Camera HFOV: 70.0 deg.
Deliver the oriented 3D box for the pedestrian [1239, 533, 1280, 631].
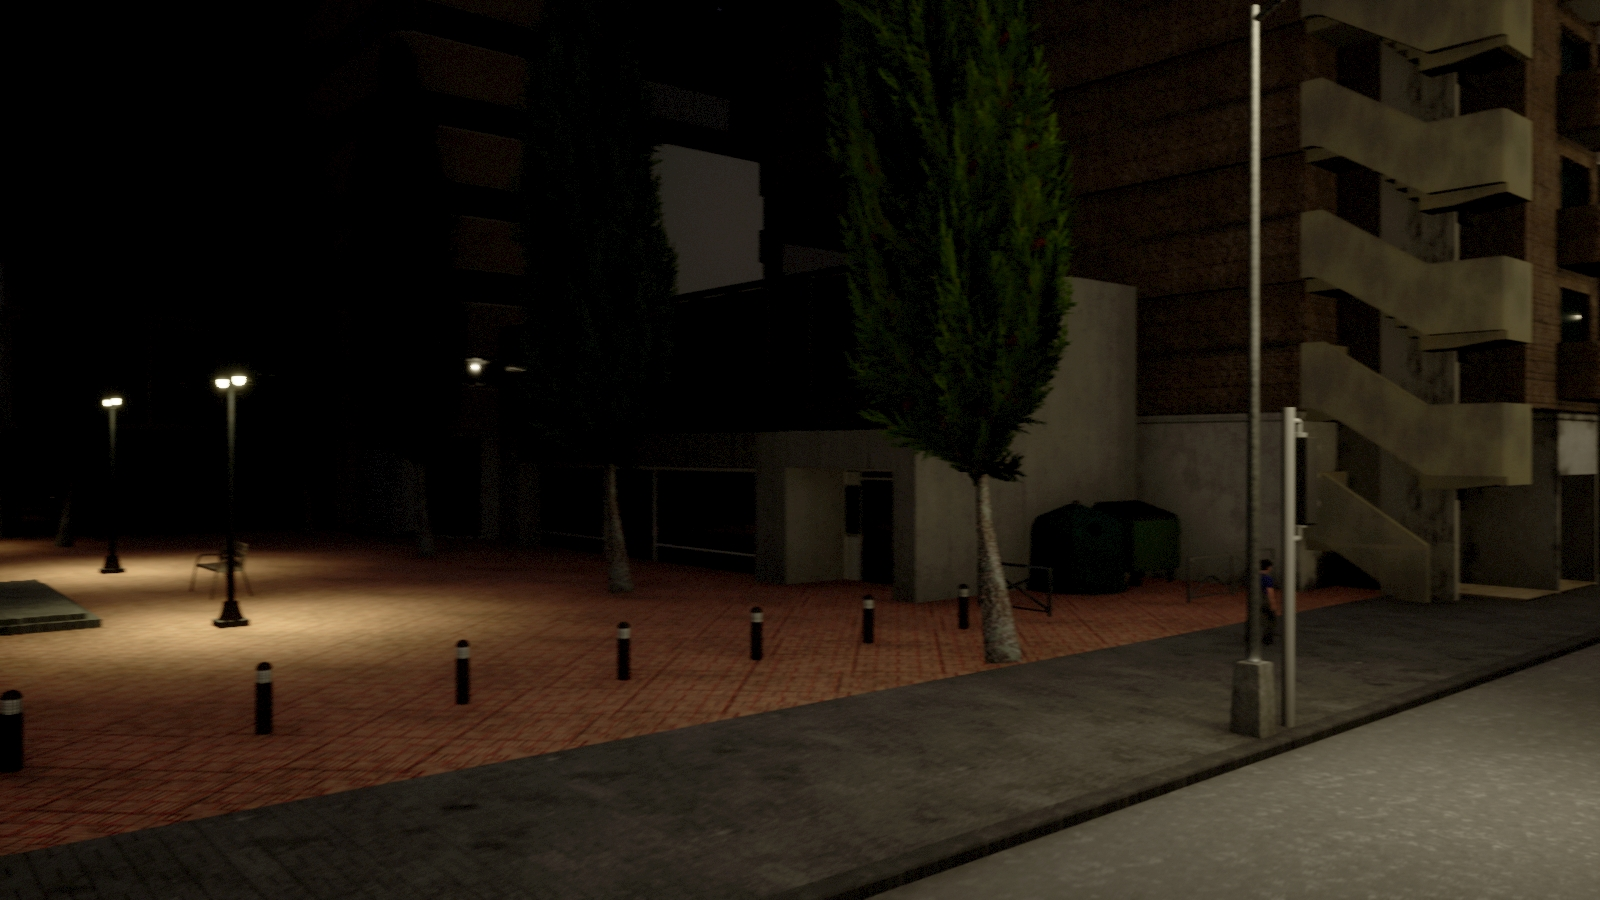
[{"bbox_3d":[6.324,1.806,15.735,0.375,1.300,0.375,0,0,-30],"label":"pedestrian"}]
